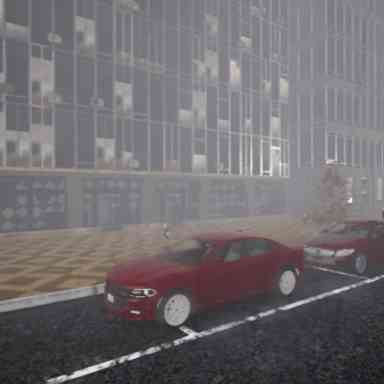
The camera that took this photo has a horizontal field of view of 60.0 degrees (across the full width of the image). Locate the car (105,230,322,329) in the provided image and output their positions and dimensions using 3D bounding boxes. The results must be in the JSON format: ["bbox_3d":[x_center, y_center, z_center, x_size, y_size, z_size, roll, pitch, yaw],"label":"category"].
[{"bbox_3d":[0.467,1.521,6.891,4.507,1.381,1.887,0,0,-36],"label":"car"}]

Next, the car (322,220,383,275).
[{"bbox_3d":[5.102,1.527,10.198,4.206,1.307,1.802,0,0,-36],"label":"car"}]
